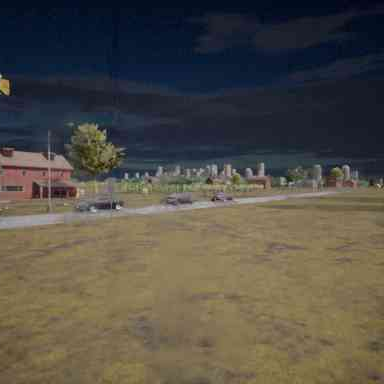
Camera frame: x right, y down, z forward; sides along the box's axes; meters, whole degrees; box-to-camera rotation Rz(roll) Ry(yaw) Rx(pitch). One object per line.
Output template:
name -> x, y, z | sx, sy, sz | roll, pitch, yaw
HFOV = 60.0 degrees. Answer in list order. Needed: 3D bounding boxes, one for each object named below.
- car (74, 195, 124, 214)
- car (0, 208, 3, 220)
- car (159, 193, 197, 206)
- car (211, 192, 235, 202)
car -> -8.403, 1.076, 30.402 | 1.837, 1.490, 4.892 | 1, 1, 36
car -> -14.556, 1.354, 21.415 | 1.994, 1.385, 4.181 | 1, 2, 32
car -> -1.555, 0.879, 39.853 | 2.033, 1.411, 5.357 | 1, 2, 36
car -> 4.491, 0.682, 48.156 | 1.994, 1.385, 4.181 | 1, 2, 36
